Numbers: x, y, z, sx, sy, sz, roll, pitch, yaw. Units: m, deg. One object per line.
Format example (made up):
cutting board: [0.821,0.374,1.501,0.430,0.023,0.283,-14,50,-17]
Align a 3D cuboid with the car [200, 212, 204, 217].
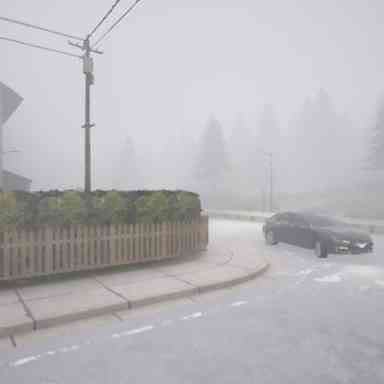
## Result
car: [-1.107,1.477,22.591,1.882,1.535,5.008,0,0,-35]

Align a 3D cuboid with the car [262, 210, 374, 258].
car: [4.629,1.505,12.984,1.837,1.490,4.892,0,0,-21]
